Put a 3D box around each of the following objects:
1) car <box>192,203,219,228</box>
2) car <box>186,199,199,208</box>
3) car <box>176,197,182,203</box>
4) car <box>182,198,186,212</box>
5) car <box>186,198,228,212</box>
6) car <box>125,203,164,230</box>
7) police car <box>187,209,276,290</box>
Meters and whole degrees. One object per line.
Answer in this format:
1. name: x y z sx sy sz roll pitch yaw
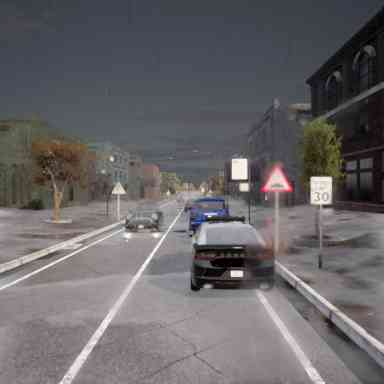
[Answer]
1. car: 0.930 1.671 25.394 1.801 1.575 5.366 0 -1 0
2. car: 0.072 2.039 57.797 2.033 1.411 5.357 0 0 0
3. car: -2.898 2.122 83.627 1.837 1.490 4.892 0 0 0
4. car: 0.083 1.754 45.402 2.097 1.767 4.553 0 0 1
5. car: 0.923 1.377 19.235 2.150 2.045 5.566 0 -1 0
6. car: -3.074 1.535 22.330 2.097 1.767 4.553 0 -1 0
7. police car: 0.910 1.476 9.314 1.930 1.638 5.238 0 -1 0
